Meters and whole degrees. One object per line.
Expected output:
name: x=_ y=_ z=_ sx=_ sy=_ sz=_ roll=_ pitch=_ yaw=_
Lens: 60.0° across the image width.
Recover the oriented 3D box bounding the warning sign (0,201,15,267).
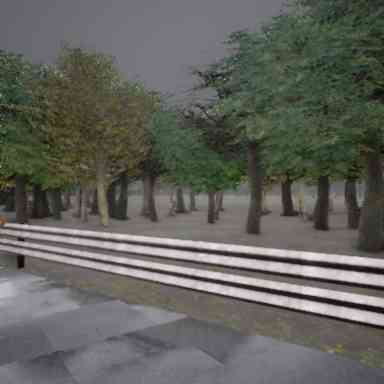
warning sign: x=-6.085 y=1.215 z=9.683 sx=1.060 sy=1.860 sz=1.300 roll=-1 pitch=0 yaw=37
